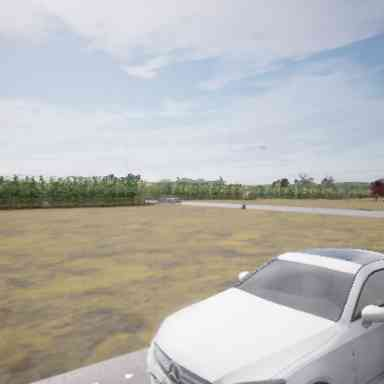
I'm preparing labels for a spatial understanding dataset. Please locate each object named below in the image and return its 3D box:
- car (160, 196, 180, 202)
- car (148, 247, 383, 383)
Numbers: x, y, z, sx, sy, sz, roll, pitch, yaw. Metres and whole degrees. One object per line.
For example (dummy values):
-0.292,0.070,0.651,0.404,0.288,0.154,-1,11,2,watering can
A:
-3.929,1.313,60.418,1.895,1.301,4.718,-1,1,-35,car
1.710,1.523,4.286,4.674,1.442,1.812,0,0,-35,car
